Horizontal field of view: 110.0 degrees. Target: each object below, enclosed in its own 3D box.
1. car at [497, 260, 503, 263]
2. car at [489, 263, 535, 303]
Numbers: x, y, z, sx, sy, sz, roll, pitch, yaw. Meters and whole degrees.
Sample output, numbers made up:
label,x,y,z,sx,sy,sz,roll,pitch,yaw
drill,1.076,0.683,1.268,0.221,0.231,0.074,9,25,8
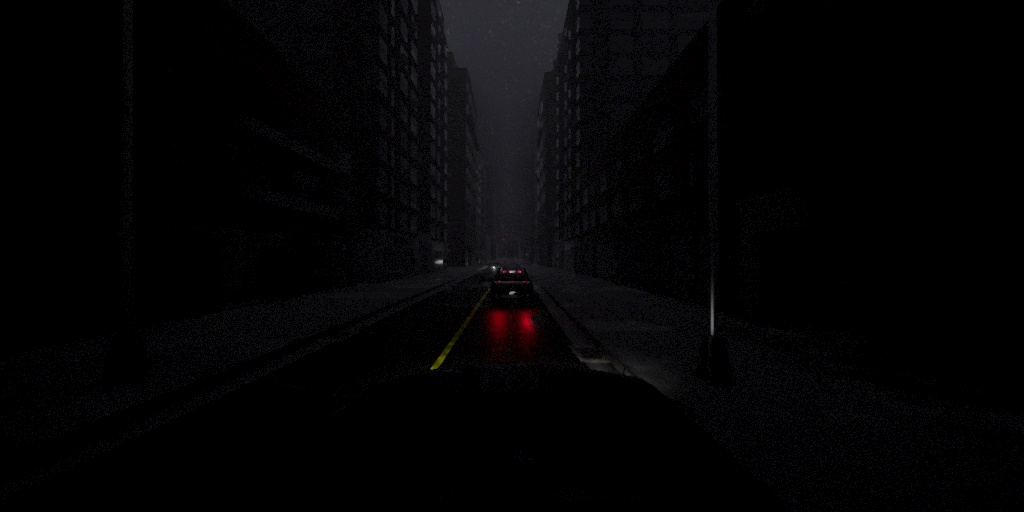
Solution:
label,x,y,z,sx,sy,sz,roll,pitch,yaw
car,0.001,1.316,31.500,2.033,1.411,5.357,0,0,0
car,0.001,1.245,16.500,2.128,1.511,4.902,0,0,0
